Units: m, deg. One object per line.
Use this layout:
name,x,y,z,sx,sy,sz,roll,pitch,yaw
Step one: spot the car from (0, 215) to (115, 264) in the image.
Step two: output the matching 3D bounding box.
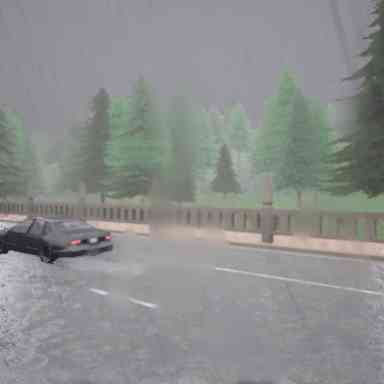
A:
car,-5.105,1.553,11.829,5.357,1.411,2.033,0,0,36
